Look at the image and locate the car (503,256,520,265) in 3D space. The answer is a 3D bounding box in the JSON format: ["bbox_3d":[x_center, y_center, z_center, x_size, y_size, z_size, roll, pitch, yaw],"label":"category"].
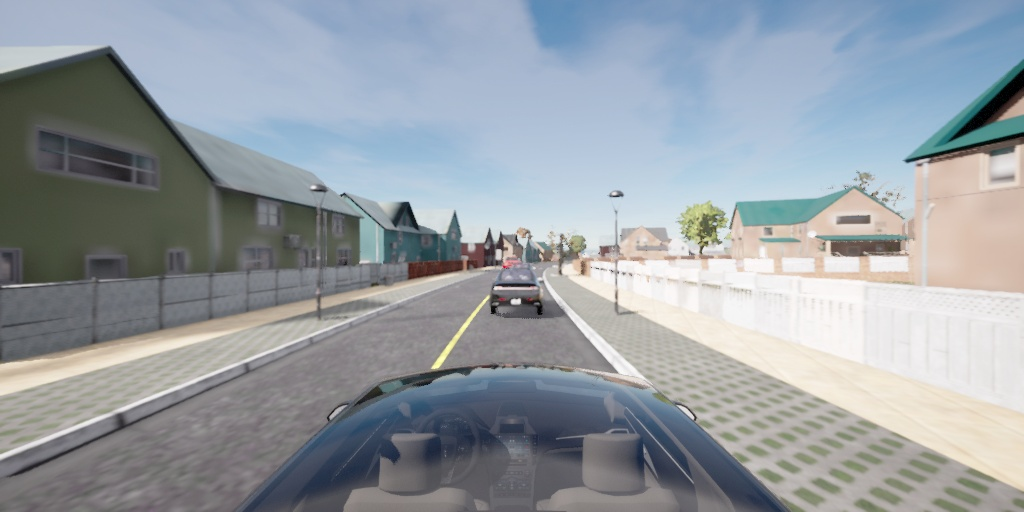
[{"bbox_3d":[0.065,1.073,50.765,2.150,2.045,5.566,0,0,8],"label":"car"}]

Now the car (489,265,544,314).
[{"bbox_3d":[0.197,1.255,13.830,2.128,1.511,4.902,0,0,2],"label":"car"}]

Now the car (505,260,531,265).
[{"bbox_3d":[0.878,1.293,29.178,2.128,1.511,4.902,0,0,4],"label":"car"}]
